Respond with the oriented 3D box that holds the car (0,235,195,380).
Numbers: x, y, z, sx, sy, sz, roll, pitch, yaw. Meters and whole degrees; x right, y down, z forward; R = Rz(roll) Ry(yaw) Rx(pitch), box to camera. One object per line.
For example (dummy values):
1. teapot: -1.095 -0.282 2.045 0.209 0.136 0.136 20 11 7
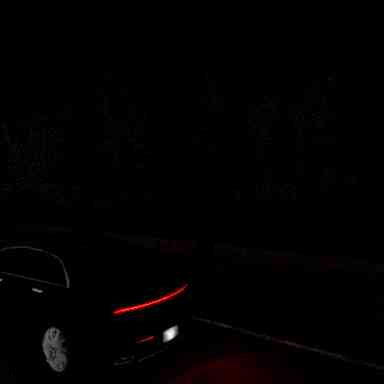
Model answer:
1. car: -2.245 1.474 5.474 4.892 1.490 1.837 0 0 35
